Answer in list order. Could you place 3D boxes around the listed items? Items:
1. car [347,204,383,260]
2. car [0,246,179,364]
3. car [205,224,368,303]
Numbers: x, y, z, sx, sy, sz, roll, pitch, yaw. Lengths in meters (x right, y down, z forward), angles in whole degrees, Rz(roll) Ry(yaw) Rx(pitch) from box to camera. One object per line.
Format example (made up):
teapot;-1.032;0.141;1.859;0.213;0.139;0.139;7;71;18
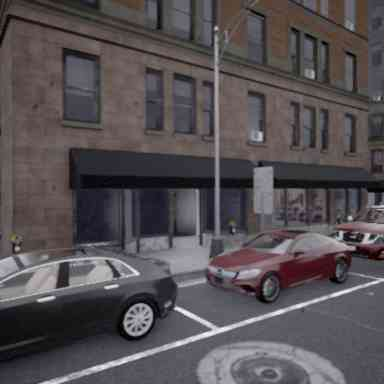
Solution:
car;6.809;1.363;11.403;5.009;1.841;2.192;0;-1;-35
car;-2.280;1.554;4.915;4.403;1.369;2.008;0;-1;-35
car;2.265;1.607;8.158;4.206;1.307;1.802;0;-1;-35
